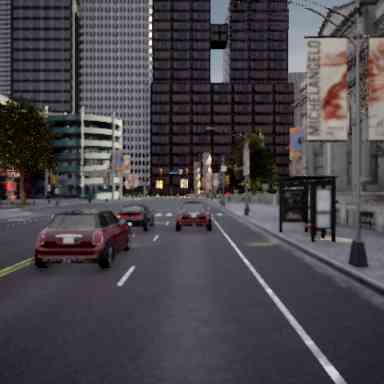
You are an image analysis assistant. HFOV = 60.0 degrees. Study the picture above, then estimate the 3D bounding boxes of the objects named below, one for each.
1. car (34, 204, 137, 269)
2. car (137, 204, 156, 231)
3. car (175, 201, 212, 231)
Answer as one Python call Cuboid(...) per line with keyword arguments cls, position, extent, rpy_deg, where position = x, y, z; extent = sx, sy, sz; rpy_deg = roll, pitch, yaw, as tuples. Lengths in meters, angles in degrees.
Cuboid(cls="car", position=(-3.404, 1.345, 11.295), extent=(2.097, 1.767, 4.553), rpy_deg=(0, 0, 0))
Cuboid(cls="car", position=(-3.403, 1.492, 20.373), extent=(1.837, 1.490, 4.892), rpy_deg=(0, 0, 0))
Cuboid(cls="car", position=(0.099, 1.340, 20.726), extent=(2.097, 1.767, 4.553), rpy_deg=(0, 0, 0))
